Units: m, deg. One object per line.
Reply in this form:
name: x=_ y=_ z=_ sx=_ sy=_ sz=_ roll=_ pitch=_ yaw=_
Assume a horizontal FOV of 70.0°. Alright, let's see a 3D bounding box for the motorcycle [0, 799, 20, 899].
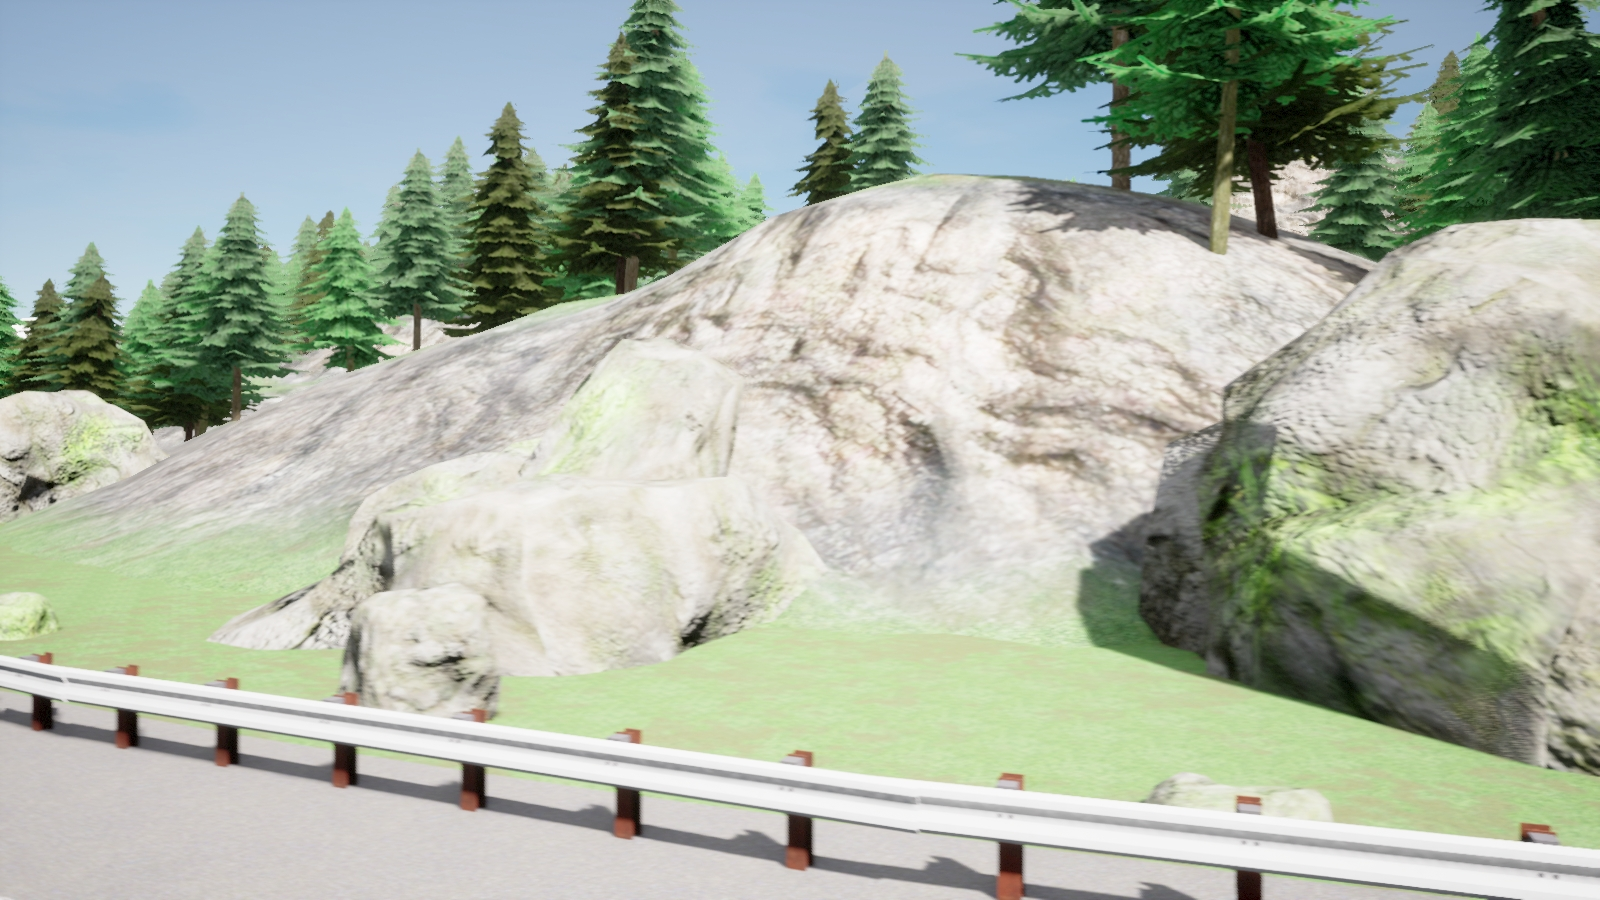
motorcycle: x=-4.570 y=2.178 z=5.149 sx=2.033 sy=1.217 sz=0.803 roll=0 pitch=-1 yaw=25
